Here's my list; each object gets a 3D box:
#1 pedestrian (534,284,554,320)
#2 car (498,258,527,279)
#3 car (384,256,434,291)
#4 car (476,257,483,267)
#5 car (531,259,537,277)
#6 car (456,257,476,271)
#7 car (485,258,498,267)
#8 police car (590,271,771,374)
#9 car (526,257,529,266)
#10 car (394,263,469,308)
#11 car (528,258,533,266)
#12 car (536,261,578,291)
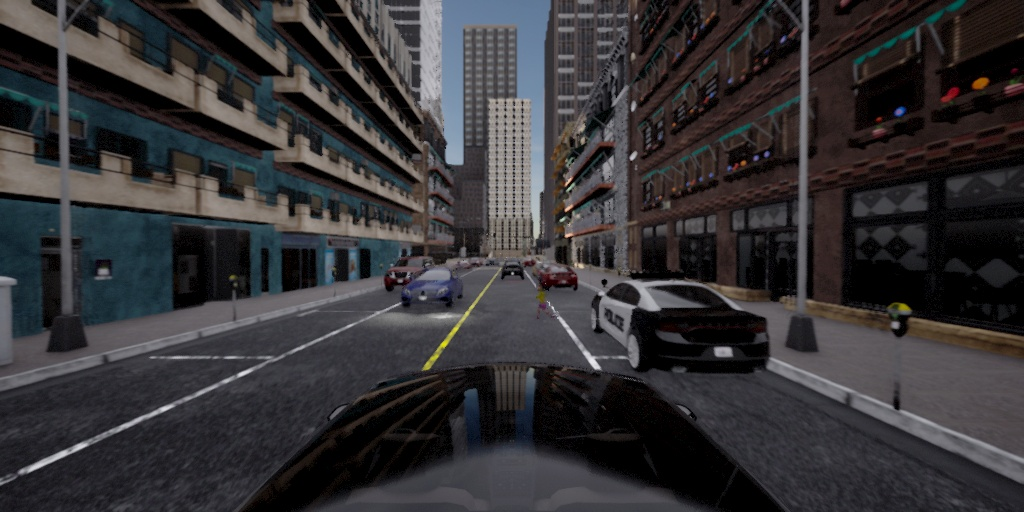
[{"bbox_3d":[0.924,1.369,10.676,0.500,1.100,0.500,-1,1,0],"label":"pedestrian"},{"bbox_3d":[0.056,1.082,30.256,1.837,1.490,4.892,0,1,0],"label":"car"},{"bbox_3d":[-5.702,0.948,20.818,2.192,1.841,5.009,0,0,0],"label":"car"},{"bbox_3d":[-5.718,0.874,53.959,1.967,1.591,4.097,0,0,0],"label":"car"},{"bbox_3d":[2.677,1.150,26.332,2.007,1.370,4.403,0,0,0],"label":"car"},{"bbox_3d":[-5.712,1.082,42.912,1.802,1.307,4.207,0,0,0],"label":"car"},{"bbox_3d":[-3.090,0.981,56.687,1.994,1.385,4.181,0,0,0],"label":"car"},{"bbox_3d":[2.997,1.139,7.671,1.930,1.638,5.238,0,0,0],"label":"police car"},{"bbox_3d":[2.664,0.979,53.949,1.888,1.381,4.507,0,0,0],"label":"car"},{"bbox_3d":[-3.107,1.195,14.841,1.812,1.442,4.674,0,0,0],"label":"car"},{"bbox_3d":[2.674,1.091,32.025,1.751,1.417,4.829,0,0,0],"label":"car"},{"bbox_3d":[2.679,1.178,20.809,1.888,1.381,4.507,0,0,0],"label":"car"}]
